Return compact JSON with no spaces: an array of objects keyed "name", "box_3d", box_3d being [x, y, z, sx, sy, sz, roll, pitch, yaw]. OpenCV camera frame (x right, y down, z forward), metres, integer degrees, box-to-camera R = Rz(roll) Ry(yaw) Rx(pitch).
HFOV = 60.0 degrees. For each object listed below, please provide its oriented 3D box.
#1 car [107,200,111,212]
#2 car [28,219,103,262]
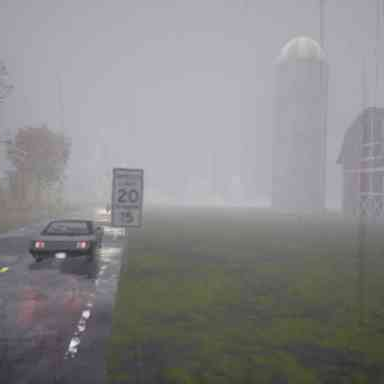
[{"name":"car","box_3d":[-10.146,1.821,43.878,1.837,1.490,4.892,2,0,-10]},{"name":"car","box_3d":[-4.384,1.664,12.317,1.895,1.301,4.718,2,-1,-10]}]
